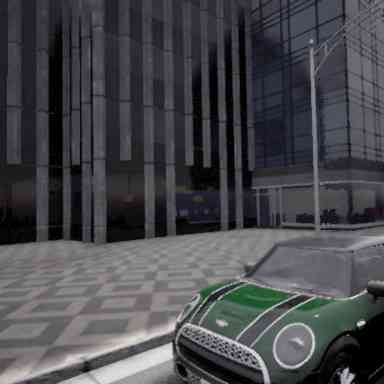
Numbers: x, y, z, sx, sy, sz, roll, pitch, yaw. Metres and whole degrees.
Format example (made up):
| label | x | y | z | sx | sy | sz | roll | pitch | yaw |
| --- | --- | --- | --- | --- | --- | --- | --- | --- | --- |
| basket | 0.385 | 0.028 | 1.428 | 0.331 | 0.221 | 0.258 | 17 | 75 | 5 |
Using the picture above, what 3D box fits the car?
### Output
| label | x | y | z | sx | sy | sz | roll | pitch | yaw |
| --- | --- | --- | --- | --- | --- | --- | --- | --- | --- |
| car | 1.914 | 1.494 | 4.949 | 4.553 | 1.767 | 2.097 | 0 | -3 | -39 |
